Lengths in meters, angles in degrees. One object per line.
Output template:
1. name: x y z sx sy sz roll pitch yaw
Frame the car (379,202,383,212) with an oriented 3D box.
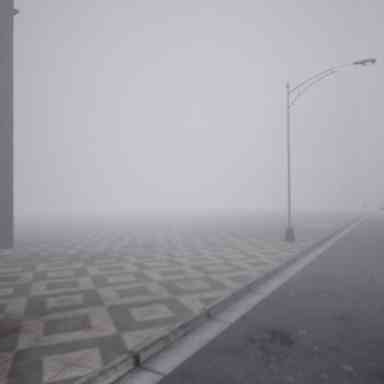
1. car: 27.301 2.031 46.598 2.033 1.411 5.357 -1 -1 31
